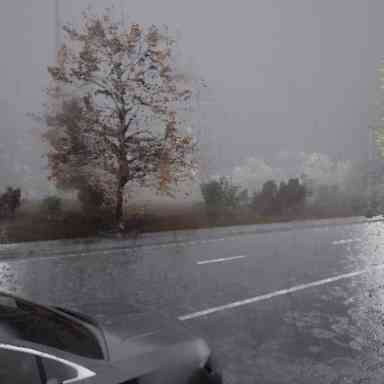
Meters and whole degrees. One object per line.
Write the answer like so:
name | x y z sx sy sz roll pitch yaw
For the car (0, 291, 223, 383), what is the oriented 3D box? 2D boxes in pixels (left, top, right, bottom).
car | -1.962 1.499 2.336 4.892 1.490 1.837 0 0 -36
